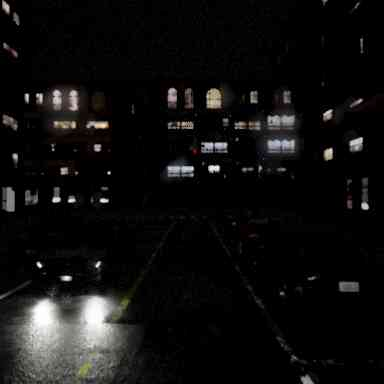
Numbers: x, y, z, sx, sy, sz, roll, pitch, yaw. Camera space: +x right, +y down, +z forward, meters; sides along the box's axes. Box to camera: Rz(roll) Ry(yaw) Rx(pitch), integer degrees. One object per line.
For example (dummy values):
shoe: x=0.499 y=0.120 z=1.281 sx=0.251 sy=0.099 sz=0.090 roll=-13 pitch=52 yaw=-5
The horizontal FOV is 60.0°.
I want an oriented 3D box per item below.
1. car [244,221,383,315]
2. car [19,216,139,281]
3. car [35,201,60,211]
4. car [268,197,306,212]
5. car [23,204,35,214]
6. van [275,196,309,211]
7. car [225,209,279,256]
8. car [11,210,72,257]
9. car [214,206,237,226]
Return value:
car: x=2.575 y=1.596 z=7.525 sx=1.947 sy=1.339 sz=4.313 roll=1 pitch=0 yaw=0
car: x=-2.847 y=1.589 z=10.210 sx=2.033 sy=1.411 sz=5.357 roll=0 pitch=0 yaw=0
car: x=-19.696 y=1.909 z=43.748 sx=4.403 sy=1.369 sz=2.008 roll=0 pitch=-1 yaw=0
car: x=11.271 y=1.503 z=38.472 sx=4.902 sy=1.511 sz=2.128 roll=0 pitch=-1 yaw=0
car: x=-19.654 y=1.673 z=35.610 sx=4.097 sy=1.590 sz=1.967 roll=0 pitch=-1 yaw=0
van: x=13.088 y=1.490 z=43.792 sx=3.998 sy=1.788 sz=1.690 roll=0 pitch=-1 yaw=0
car: x=2.575 y=1.599 z=13.090 sx=1.887 sy=1.381 sz=4.507 roll=1 pitch=0 yaw=0
car: x=-5.272 y=1.620 z=13.066 sx=1.947 sy=1.339 sz=4.313 roll=1 pitch=0 yaw=0
car: x=2.576 y=1.672 z=24.217 sx=1.947 sy=1.339 sz=4.313 roll=1 pitch=0 yaw=0
